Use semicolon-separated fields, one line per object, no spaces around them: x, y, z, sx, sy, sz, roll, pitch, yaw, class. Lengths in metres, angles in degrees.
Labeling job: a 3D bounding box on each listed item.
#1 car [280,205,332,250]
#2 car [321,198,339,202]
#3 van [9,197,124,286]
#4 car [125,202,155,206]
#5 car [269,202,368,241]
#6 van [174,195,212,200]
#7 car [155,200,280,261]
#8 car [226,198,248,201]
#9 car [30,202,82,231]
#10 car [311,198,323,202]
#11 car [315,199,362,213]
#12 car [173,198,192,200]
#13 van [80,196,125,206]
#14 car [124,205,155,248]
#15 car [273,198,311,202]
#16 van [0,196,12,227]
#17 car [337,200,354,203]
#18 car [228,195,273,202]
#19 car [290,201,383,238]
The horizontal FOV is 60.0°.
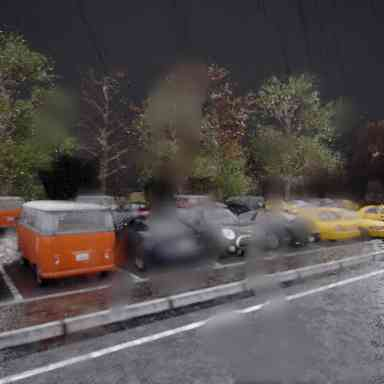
3.037;1.483;14.308;2.231;1.521;4.892;0;0;-35;car
13.540;1.643;37.828;2.163;1.488;4.792;0;0;-35;car
-3.818;1.262;9.573;1.878;1.987;4.442;0;0;-35;van
-4.534;1.509;25.017;2.163;1.488;4.792;0;0;-35;car
5.179;1.486;16.070;1.946;1.575;5.366;0;0;-35;car
-0.178;1.274;28.230;1.878;1.987;4.442;0;0;-35;van
0.752;1.355;12.725;2.185;1.767;4.553;0;0;-35;car
2.262;1.547;29.791;2.163;1.488;4.792;0;0;-36;car
-9.029;1.480;21.784;2.097;1.535;5.008;0;0;-35;car
11.269;1.635;36.242;2.002;1.452;4.674;0;0;-35;car
17.937;1.651;40.992;2.097;1.535;5.008;0;0;-35;car
-2.384;1.516;26.549;2.163;1.488;4.792;0;0;-35;car
-6.695;1.252;23.308;1.878;1.987;4.442;0;0;-36;van
-3.325;1.548;15.246;5.357;1.411;2.033;0;0;-35;car
9.119;1.572;34.485;1.946;1.575;5.366;0;0;-35;car
-11.350;1.259;20.267;1.878;1.987;4.442;0;0;-35;van
12.174;1.536;20.601;1.946;1.575;5.366;1;0;-35;car
4.486;1.285;31.445;2.435;2.045;5.566;0;0;-35;car
7.555;1.499;17.308;1.946;1.575;5.366;1;0;-35;car
